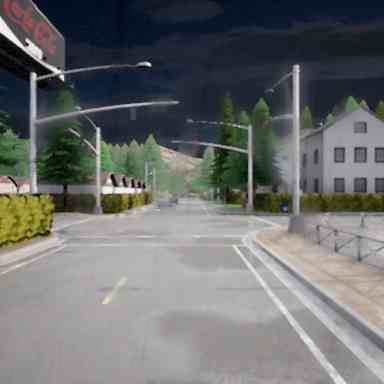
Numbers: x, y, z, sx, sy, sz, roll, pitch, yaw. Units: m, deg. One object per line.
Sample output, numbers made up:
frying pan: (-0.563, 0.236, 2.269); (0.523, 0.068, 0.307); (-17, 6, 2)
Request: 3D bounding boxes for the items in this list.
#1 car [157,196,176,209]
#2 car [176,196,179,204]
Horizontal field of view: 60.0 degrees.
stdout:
car: (-3.589, 1.534, 44.702); (1.812, 1.442, 4.674); (0, 0, 0)
car: (-3.509, 1.560, 63.342); (1.837, 1.490, 4.892); (0, 0, 0)
